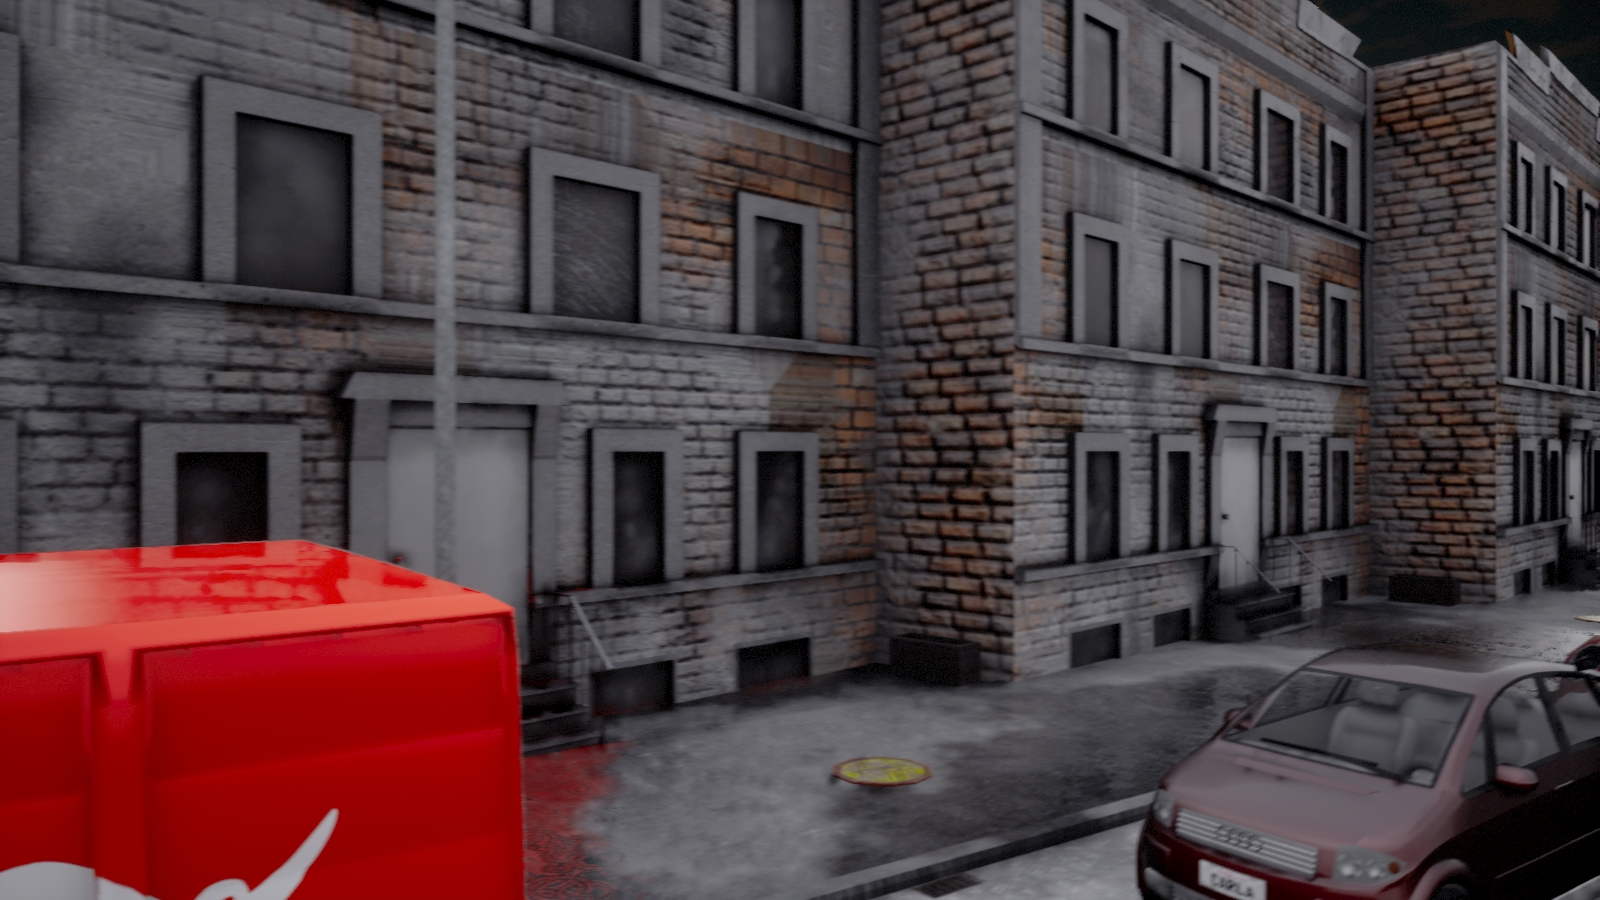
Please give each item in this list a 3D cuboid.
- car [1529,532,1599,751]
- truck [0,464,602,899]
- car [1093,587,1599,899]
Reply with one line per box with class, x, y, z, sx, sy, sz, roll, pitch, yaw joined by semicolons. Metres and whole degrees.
car;8.976;1.686;10.674;4.553;1.767;2.097;0;0;-35
truck;-3.287;1.334;1.932;5.204;2.467;2.627;-1;1;-35
car;3.716;1.808;6.905;3.705;1.549;1.789;0;0;-35
